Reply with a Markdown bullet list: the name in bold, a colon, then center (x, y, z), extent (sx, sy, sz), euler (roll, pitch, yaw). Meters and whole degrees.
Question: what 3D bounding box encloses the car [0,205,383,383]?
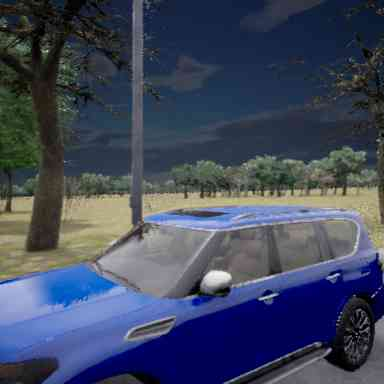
- **car**: center (0.238, 1.229, 4.161), extent (5.566, 2.045, 2.150), euler (0, 0, -35)
